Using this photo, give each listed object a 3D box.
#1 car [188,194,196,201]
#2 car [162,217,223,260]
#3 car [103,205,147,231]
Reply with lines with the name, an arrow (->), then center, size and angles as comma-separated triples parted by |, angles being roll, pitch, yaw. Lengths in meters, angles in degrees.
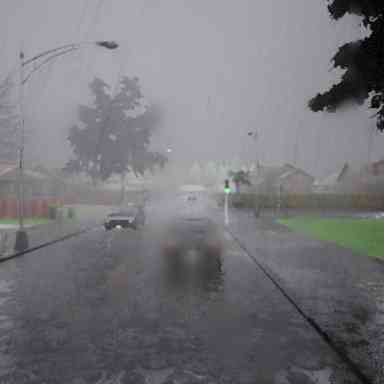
car -> 0.019, 1.296, 75.483 | 1.882, 1.535, 5.008 | 0, 0, 0
car -> 0.039, 1.596, 12.405 | 1.895, 1.301, 4.718 | 0, 0, 1
car -> -4.014, 1.539, 20.969 | 2.033, 1.411, 5.357 | 0, 0, 0
